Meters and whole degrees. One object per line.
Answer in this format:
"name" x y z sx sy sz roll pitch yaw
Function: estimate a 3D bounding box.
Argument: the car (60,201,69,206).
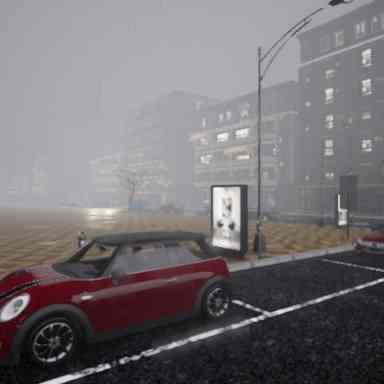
"car" -32.864 3.044 85.922 1.887 1.381 4.507 -1 0 -36

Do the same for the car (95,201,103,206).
"car" -22.812 2.980 86.394 1.947 1.339 4.313 -1 0 -36

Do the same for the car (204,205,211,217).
"car" 3.302 2.147 36.474 2.008 1.369 4.403 -1 0 -36

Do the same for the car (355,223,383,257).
"car" 7.681 1.679 12.149 4.206 1.307 1.802 1 -1 -36

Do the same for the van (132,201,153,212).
"van" -7.804 2.215 51.758 1.690 1.788 3.998 -1 0 -36

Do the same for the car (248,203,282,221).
"car" 6.599 2.066 31.986 2.008 1.369 4.403 -1 0 -36

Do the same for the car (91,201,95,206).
"car" -26.110 3.041 90.882 1.887 1.381 4.507 -1 0 -36

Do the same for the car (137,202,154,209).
"car" -9.623 2.667 68.441 1.802 1.307 4.206 -1 0 -36

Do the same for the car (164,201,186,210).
"car" -3.028 2.361 59.468 1.967 1.590 4.097 -1 0 -36

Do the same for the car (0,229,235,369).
"car" -1.276 1.456 5.670 4.097 1.590 1.967 1 -1 -36

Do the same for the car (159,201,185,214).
"car" -2.836 2.294 44.906 1.887 1.381 4.507 -1 0 -36

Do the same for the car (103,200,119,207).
"car" -19.517 2.772 81.906 1.967 1.590 4.097 -1 0 -36

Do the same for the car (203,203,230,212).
"car" 3.629 2.339 50.536 1.802 1.307 4.206 -1 0 -36

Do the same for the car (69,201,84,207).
"car" -26.269 2.885 76.945 2.008 1.369 4.403 -1 0 -36
